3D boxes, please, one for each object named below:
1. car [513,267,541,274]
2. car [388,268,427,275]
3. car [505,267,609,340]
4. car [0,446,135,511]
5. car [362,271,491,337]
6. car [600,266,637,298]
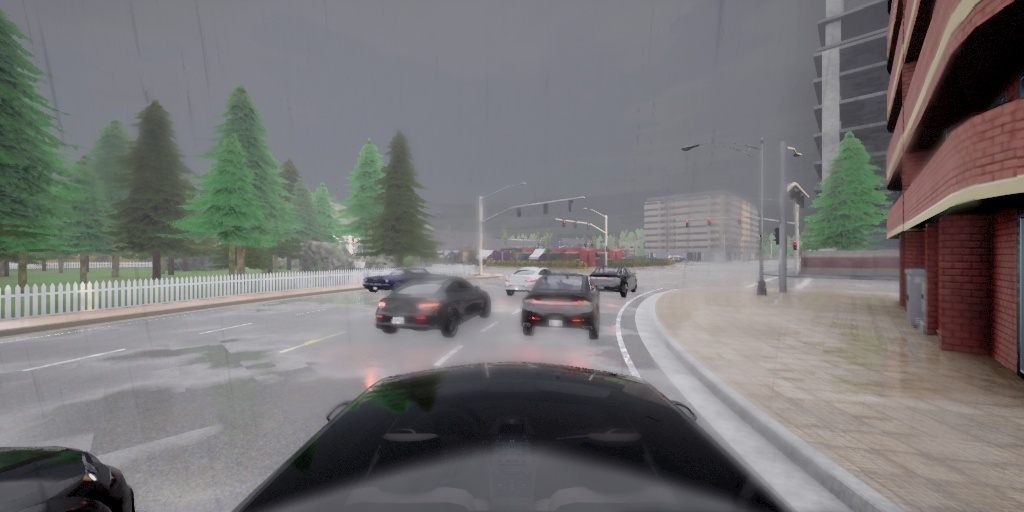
[{"bbox_3d":[1.227,1.276,18.757,1.812,1.442,4.674,0,0,26],"label":"car"},{"bbox_3d":[-6.118,1.350,20.453,1.895,1.301,4.718,0,0,25],"label":"car"},{"bbox_3d":[1.540,1.242,10.128,2.128,1.511,4.902,0,0,14],"label":"car"},{"bbox_3d":[-3.170,1.314,0.344,1.994,1.385,4.181,0,0,-2],"label":"car"},{"bbox_3d":[-2.007,1.276,10.252,1.812,1.442,4.674,0,0,13],"label":"car"},{"bbox_3d":[5.304,1.241,18.753,2.128,1.511,4.902,0,0,28],"label":"car"}]
